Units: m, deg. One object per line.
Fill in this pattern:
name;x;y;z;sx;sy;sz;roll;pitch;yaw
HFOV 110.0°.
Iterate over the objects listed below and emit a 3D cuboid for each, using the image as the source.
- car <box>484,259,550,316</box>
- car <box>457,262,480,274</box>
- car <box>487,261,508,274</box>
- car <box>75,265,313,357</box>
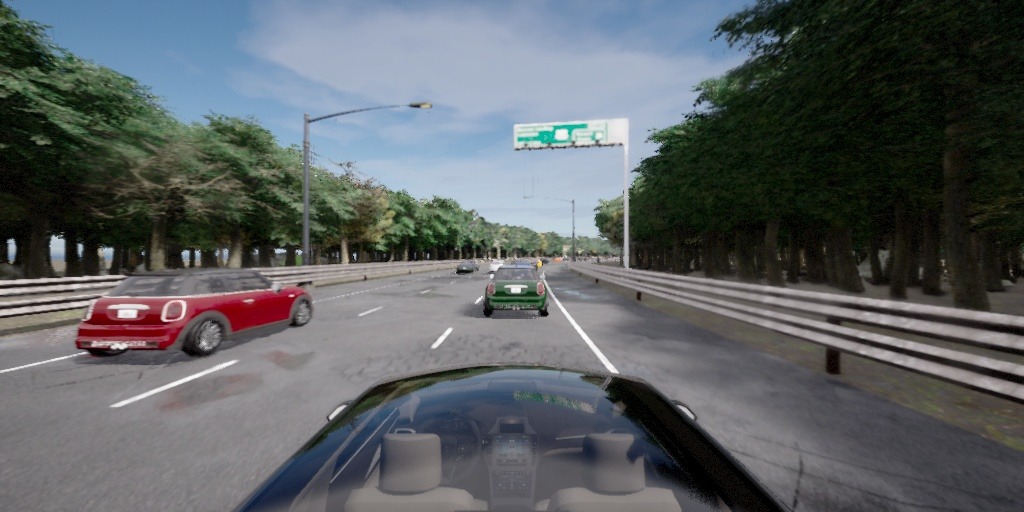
car;0.188;1.113;13.541;2.097;1.767;4.553;0;0;2
car;-5.065;1.329;41.825;1.994;1.385;4.181;0;0;6
car;-1.574;1.298;41.634;1.812;1.442;4.674;0;0;5
car;-6.853;1.078;8.551;2.097;1.767;4.553;0;-1;1
